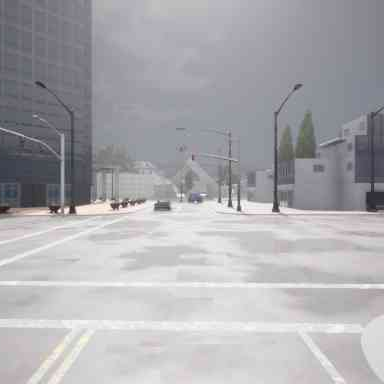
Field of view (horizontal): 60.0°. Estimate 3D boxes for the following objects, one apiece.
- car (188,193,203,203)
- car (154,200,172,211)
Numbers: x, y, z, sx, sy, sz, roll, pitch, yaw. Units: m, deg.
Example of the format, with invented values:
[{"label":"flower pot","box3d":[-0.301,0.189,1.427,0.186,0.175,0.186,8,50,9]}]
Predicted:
[{"label":"car","box3d":[0.708,1.221,67.382,2.150,2.045,5.566,0,0,12]},{"label":"car","box3d":[-3.620,1.601,41.672,1.895,1.301,4.718,0,0,0]}]
